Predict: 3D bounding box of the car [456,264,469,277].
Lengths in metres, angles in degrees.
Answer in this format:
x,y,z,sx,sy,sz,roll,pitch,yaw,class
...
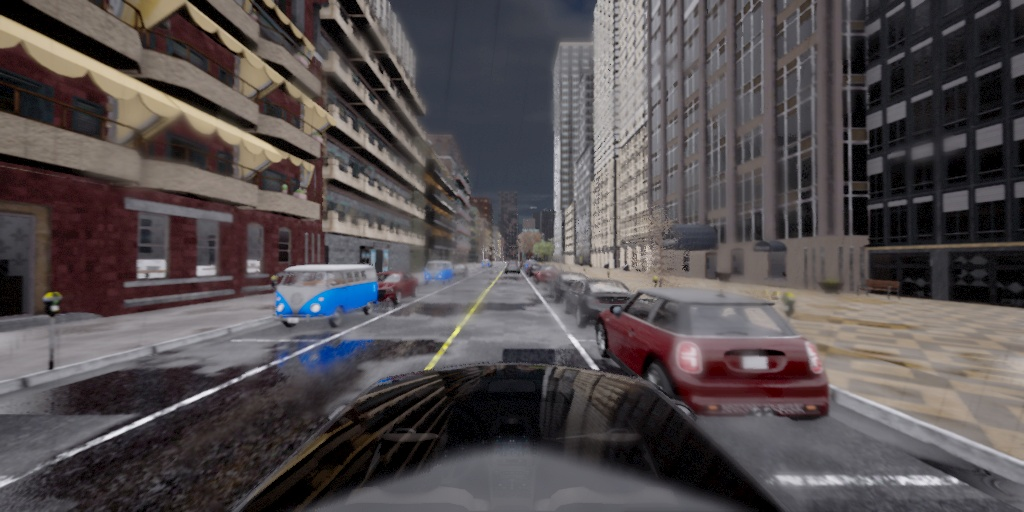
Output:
x,y,z,sx,sy,sz,roll,pitch,yaw,class
-5.705,1.578,39.036,2.007,1.370,4.403,0,0,0,car

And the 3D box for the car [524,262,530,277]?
x,y,z,sx,sy,sz,roll,pitch,yaw,class
2.676,1.594,39.040,1.948,1.339,4.313,0,0,0,car

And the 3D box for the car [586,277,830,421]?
x,y,z,sx,sy,sz,roll,pitch,yaw,class
2.690,1.220,5.904,1.967,1.591,4.097,0,0,0,car

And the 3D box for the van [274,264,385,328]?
x,y,z,sx,sy,sz,roll,pitch,yaw,class
-5.693,1.161,11.424,1.690,1.789,3.998,0,0,0,van

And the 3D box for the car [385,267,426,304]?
x,y,z,sx,sy,sz,roll,pitch,yaw,class
-5.696,1.406,16.947,1.888,1.381,4.507,0,0,0,car

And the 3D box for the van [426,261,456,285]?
x,y,z,sx,sy,sz,roll,pitch,yaw,class
-5.700,1.283,27.991,1.690,1.789,3.998,0,0,0,van

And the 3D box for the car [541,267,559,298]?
x,y,z,sx,sy,sz,roll,pitch,yaw,class
2.685,1.411,16.950,2.007,1.370,4.403,0,0,0,car

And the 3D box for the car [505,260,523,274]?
x,y,z,sx,sy,sz,roll,pitch,yaw,class
0.076,1.671,48.735,1.994,1.385,4.181,0,0,1,car

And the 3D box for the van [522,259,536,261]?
x,y,z,sx,sy,sz,roll,pitch,yaw,class
2.672,1.458,50.085,1.690,1.789,3.998,0,0,0,van

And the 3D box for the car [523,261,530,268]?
x,y,z,sx,sy,sz,roll,pitch,yaw,class
2.674,1.617,44.562,1.888,1.381,4.507,0,0,0,car

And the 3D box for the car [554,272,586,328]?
x,y,z,sx,sy,sz,roll,pitch,yaw,class
2.688,1.371,11.427,2.007,1.370,4.403,0,0,0,car

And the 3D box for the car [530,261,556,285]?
x,y,z,sx,sy,sz,roll,pitch,yaw,class
2.681,1.382,27.994,1.967,1.591,4.097,0,0,0,car
